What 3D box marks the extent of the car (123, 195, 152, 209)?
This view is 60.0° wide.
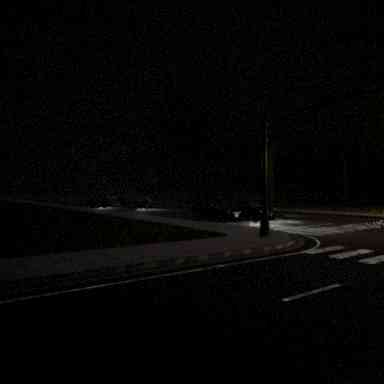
[{"bbox_3d":[-7.060,1.445,44.316,1.812,1.442,4.674,0,0,-36],"label":"car"}]

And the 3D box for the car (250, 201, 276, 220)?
[{"bbox_3d":[4.860,1.509,27.920,1.812,1.442,4.674,0,0,-36],"label":"car"}]

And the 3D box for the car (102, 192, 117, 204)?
[{"bbox_3d":[-15.716,1.106,61.852,2.150,2.045,5.566,0,0,-36],"label":"car"}]

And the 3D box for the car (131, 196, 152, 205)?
[{"bbox_3d":[-8.837,1.425,57.973,1.812,1.442,4.674,0,0,-36],"label":"car"}]

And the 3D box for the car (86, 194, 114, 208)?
[{"bbox_3d":[-13.533,1.448,47.721,2.033,1.411,5.357,0,0,-36],"label":"car"}]

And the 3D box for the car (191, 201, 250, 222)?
[{"bbox_3d":[1.884,1.469,26.518,2.128,1.511,4.902,0,0,-36],"label":"car"}]

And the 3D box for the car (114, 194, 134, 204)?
[{"bbox_3d":[-13.056,1.240,63.719,2.097,1.767,4.553,0,0,-36],"label":"car"}]

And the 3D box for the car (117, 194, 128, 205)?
[{"bbox_3d":[-9.886,1.253,53.944,2.097,1.767,4.553,0,0,-36],"label":"car"}]
